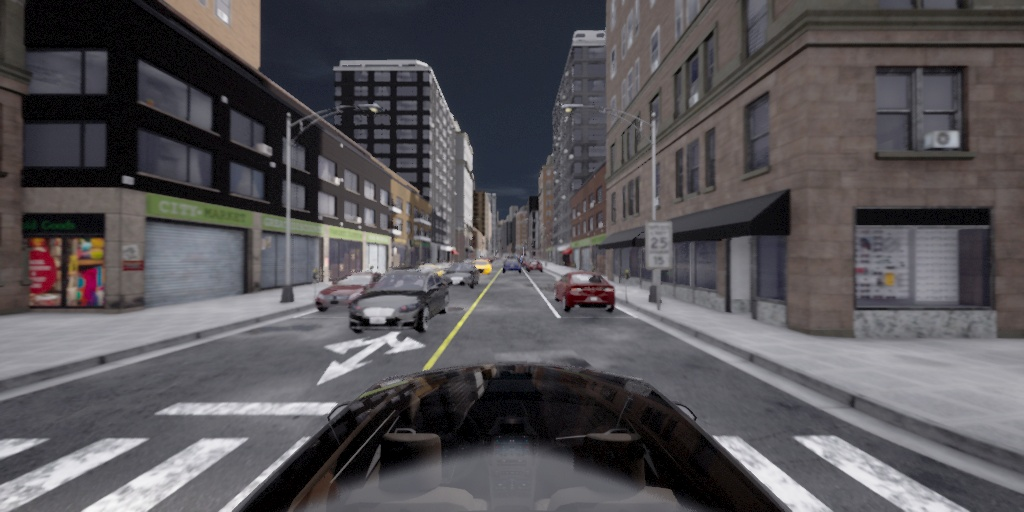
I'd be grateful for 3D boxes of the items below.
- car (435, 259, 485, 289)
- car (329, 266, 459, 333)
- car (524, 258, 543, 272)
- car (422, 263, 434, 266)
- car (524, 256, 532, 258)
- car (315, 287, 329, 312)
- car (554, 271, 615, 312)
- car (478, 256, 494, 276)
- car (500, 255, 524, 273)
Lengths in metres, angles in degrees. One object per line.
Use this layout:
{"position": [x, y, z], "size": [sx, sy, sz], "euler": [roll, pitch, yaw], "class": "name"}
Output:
{"position": [-3.086, 1.174, 22.457], "size": [2.128, 1.511, 4.902], "euler": [0, 0, 0], "class": "car"}
{"position": [-3.091, 1.212, 10.705], "size": [2.128, 1.511, 4.902], "euler": [0, 0, 0], "class": "car"}
{"position": [2.674, 1.202, 41.876], "size": [1.802, 1.307, 4.207], "euler": [0, 0, 0], "class": "car"}
{"position": [-5.874, 1.258, 19.533], "size": [1.948, 1.339, 4.313], "euler": [0, 0, 0], "class": "car"}
{"position": [2.675, 1.039, 47.462], "size": [1.967, 1.591, 4.097], "euler": [0, 0, 0], "class": "car"}
{"position": [-5.876, 1.292, 13.947], "size": [1.802, 1.307, 4.207], "euler": [0, 0, 0], "class": "car"}
{"position": [2.669, 1.256, 13.947], "size": [1.888, 1.381, 4.507], "euler": [0, 0, 0], "class": "car"}
{"position": [-3.067, 1.118, 35.809], "size": [1.882, 1.535, 5.008], "euler": [0, 1, 0], "class": "car"}
{"position": [0.005, 0.977, 40.258], "size": [2.097, 1.767, 4.553], "euler": [0, 0, 0], "class": "car"}
